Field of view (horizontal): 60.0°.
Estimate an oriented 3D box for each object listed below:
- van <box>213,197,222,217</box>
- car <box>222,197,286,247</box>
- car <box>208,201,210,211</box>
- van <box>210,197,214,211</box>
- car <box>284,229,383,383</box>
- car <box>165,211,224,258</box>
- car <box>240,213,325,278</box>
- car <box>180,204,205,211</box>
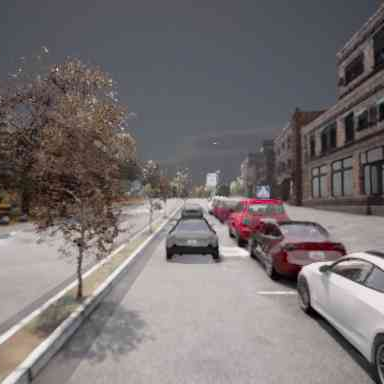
[{"bbox_3d":[3.055,1.509,27.216,1.878,1.987,4.442,0,0,0],"label":"van"},{"bbox_3d":[3.054,1.387,16.036,2.435,2.045,5.566,0,-1,0],"label":"car"},{"bbox_3d":[3.056,1.564,38.221,2.435,2.045,5.566,0,0,0],"label":"car"},{"bbox_3d":[3.057,1.551,32.763,1.878,1.987,4.442,0,0,0],"label":"van"},{"bbox_3d":[3.052,1.572,4.910,2.002,1.452,4.674,0,-1,0],"label":"car"},{"bbox_3d":[0.021,1.699,13.416,1.994,1.385,4.181,0,0,0],"label":"car"},{"bbox_3d":[3.052,1.618,10.488,2.163,1.488,4.792,0,-1,0],"label":"car"},{"bbox_3d":[0.023,1.772,28.527,1.837,1.490,4.892,0,0,0],"label":"car"}]
